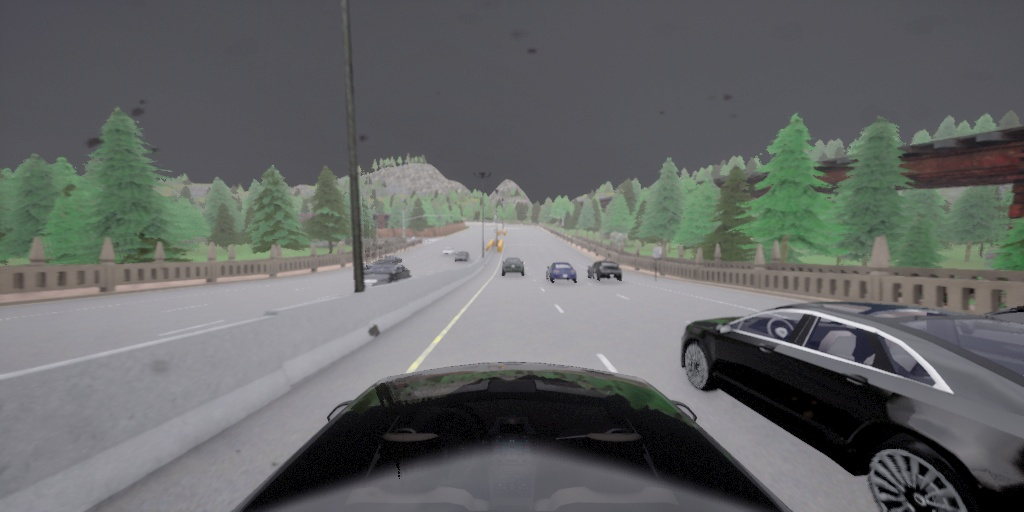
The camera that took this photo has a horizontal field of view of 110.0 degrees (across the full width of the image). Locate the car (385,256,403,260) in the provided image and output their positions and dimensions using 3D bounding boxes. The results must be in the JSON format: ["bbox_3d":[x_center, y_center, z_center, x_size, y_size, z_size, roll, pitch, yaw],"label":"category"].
[{"bbox_3d":[-14.078,0.771,41.527,2.128,1.511,4.902,0,3,0],"label":"car"}]

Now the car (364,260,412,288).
[{"bbox_3d":[-7.094,1.169,20.280,2.128,1.511,4.902,0,0,0],"label":"car"}]

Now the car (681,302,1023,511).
[{"bbox_3d":[3.601,1.232,3.797,2.128,1.511,4.902,0,0,0],"label":"car"}]

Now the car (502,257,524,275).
[{"bbox_3d":[0.103,0.891,35.191,2.097,1.767,4.553,0,2,0],"label":"car"}]

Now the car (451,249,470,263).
[{"bbox_3d":[-7.057,0.103,51.087,1.837,1.490,4.892,0,6,0],"label":"car"}]

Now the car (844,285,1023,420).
[{"bbox_3d":[7.100,1.265,4.347,1.812,1.442,4.674,0,0,0],"label":"car"}]

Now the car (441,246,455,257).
[{"bbox_3d":[-10.511,-0.814,59.847,1.812,1.442,4.674,0,8,0],"label":"car"}]

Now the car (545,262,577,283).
[{"bbox_3d":[3.602,1.178,26.548,1.812,1.442,4.674,0,0,0],"label":"car"}]

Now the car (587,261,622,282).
[{"bbox_3d":[7.102,1.151,27.869,1.837,1.490,4.892,0,0,0],"label":"car"}]
